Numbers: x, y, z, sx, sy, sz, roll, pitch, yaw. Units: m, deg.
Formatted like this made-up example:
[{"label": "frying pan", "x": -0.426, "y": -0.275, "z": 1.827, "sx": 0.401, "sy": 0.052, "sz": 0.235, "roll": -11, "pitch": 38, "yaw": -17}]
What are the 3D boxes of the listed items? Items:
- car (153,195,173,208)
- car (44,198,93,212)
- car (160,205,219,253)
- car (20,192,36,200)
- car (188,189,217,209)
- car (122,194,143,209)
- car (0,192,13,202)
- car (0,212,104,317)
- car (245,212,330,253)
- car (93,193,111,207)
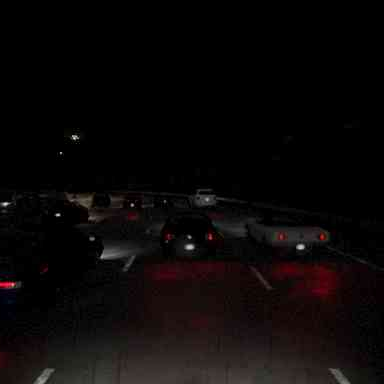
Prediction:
[{"label": "car", "x": -3.304, "y": 0.997, "z": 37.909, "sx": 1.994, "sy": 1.385, "sz": 4.181, "roll": 0, "pitch": 1, "yaw": -11}, {"label": "car", "x": -7.805, "y": 1.252, "z": 20.833, "sx": 1.994, "sy": 1.385, "sz": 4.181, "roll": 0, "pitch": 1, "yaw": -6}, {"label": "car", "x": -0.173, "y": 1.410, "z": 12.700, "sx": 1.895, "sy": 1.301, "sz": 4.718, "roll": 0, "pitch": 1, "yaw": -3}, {"label": "car", "x": -24.843, "y": 0.718, "z": 50.893, "sx": 1.882, "sy": 1.535, "sz": 5.008, "roll": 0, "pitch": 1, "yaw": -17}, {"label": "car", "x": 0.978, "y": 0.710, "z": 34.266, "sx": 2.150, "sy": 2.045, "sz": 5.566, "roll": 0, "pitch": 1, "yaw": -10}, {"label": "car", "x": -6.307, "y": 0.982, "z": 35.085, "sx": 1.837, "sy": 1.490, "sz": 4.892, "roll": 0, "pitch": 1, "yaw": -11}, {"label": "car", "x": -28.120, "y": 0.763, "z": 49.654, "sx": 1.837, "sy": 1.490, "sz": 4.892, "roll": 0, "pitch": 1, "yaw": -17}, {"label": "car", "x": -3.490, "y": 1.434, "z": 7.526, "sx": 2.033, "sy": 1.411, "sz": 5.357, "roll": 0, "pitch": 1, "yaw": -1}, {"label": "car", "x": 3.327, "y": 1.409, "z": 12.699, "sx": 1.895, "sy": 1.301, "sz": 4.718, "roll": 0, "pitch": 1, "yaw": -3}, {"label": "car", "x": -10.719, "y": 0.889, "z": 39.359, "sx": 1.882, "sy": 1.535, "sz": 5.008, "roll": 0, "pitch": 1, "yaw": -12}]
